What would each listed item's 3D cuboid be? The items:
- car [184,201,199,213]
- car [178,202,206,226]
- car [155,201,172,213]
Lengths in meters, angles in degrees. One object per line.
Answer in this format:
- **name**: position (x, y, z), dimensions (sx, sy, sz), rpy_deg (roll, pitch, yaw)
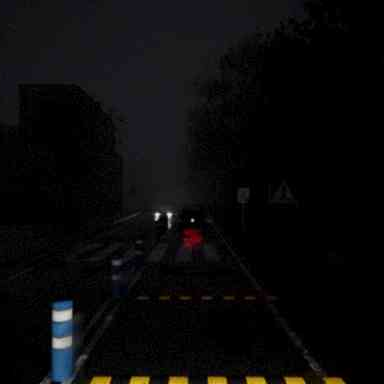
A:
- **car**: position (-0.082, 1.895, 42.140), dimensions (1.895, 1.301, 4.718), rpy_deg (0, 0, -1)
- **car**: position (0.023, 1.701, 25.272), dimensions (1.837, 1.490, 4.892), rpy_deg (0, 0, 0)
- **car**: position (-3.522, 1.822, 41.919), dimensions (1.812, 1.442, 4.674), rpy_deg (0, 0, 0)
